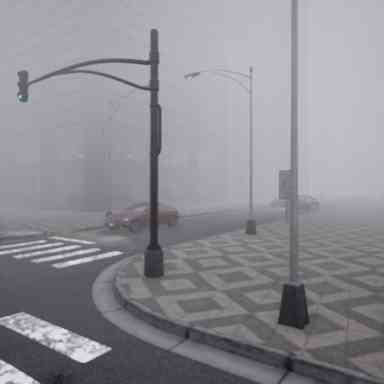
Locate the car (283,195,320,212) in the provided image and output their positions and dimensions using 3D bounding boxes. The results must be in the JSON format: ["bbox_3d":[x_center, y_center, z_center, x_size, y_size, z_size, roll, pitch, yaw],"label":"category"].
[{"bbox_3d":[10.263,0.988,30.465,1.812,1.442,4.674,0,1,36],"label":"car"}]

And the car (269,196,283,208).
[{"bbox_3d":[10.168,0.932,35.813,2.033,1.411,5.357,0,1,36],"label":"car"}]

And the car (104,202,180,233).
[{"bbox_3d":[-2.550,1.272,18.090,1.812,1.442,4.674,0,1,36],"label":"car"}]
